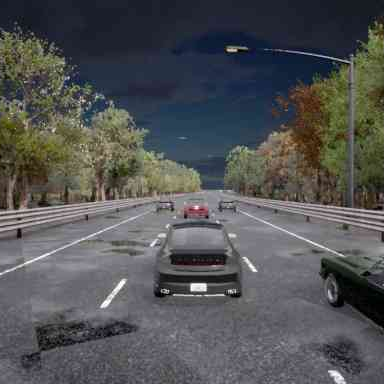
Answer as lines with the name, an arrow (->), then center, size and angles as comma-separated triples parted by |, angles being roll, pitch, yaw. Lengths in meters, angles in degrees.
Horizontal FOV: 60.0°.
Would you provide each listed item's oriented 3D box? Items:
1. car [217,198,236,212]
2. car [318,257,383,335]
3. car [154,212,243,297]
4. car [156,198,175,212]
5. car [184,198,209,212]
car -> 4.007, 1.479, 38.668 | 2.128, 1.511, 4.902 | 0, 0, 1
car -> 3.614, 1.600, 4.996 | 1.895, 1.301, 4.718 | 0, 0, 0
car -> 0.133, 1.503, 8.532 | 1.837, 1.490, 4.892 | 0, 0, 0
car -> -2.998, 1.479, 38.530 | 2.128, 1.511, 4.902 | 0, 0, 1
car -> 0.355, 1.344, 29.500 | 2.097, 1.767, 4.553 | 0, 0, 0
